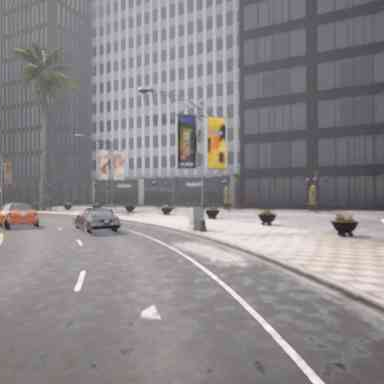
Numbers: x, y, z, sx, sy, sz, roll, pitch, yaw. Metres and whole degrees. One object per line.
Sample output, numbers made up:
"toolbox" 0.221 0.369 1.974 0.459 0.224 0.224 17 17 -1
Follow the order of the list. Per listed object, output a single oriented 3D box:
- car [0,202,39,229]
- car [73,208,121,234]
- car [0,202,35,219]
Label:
"car" -12.703 1.586 24.141 2.097 1.767 4.553 0 -1 -37
"car" -6.110 1.729 20.979 2.033 1.411 5.357 0 -1 -31
"car" -18.283 1.839 34.243 4.892 1.490 1.837 0 0 38
